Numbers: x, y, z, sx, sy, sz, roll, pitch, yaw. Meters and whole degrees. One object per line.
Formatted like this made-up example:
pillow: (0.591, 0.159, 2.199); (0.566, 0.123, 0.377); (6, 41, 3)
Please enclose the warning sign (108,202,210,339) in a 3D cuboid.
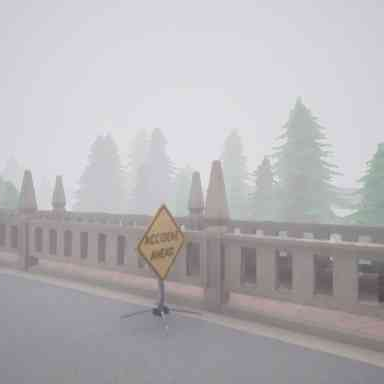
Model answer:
warning sign: (-0.506, 1.114, 5.451); (1.060, 1.860, 1.300); (0, 0, 34)
